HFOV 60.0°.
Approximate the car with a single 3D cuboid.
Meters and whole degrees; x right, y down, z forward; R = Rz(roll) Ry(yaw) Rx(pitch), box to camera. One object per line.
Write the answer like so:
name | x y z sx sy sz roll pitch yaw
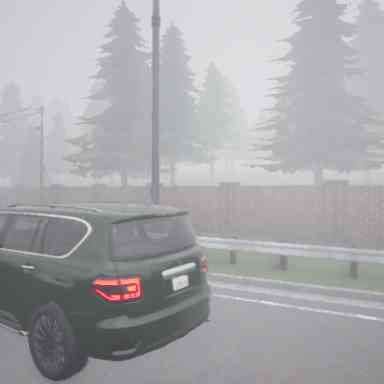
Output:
car | -2.321 1.189 5.646 5.566 2.045 2.150 0 0 35
